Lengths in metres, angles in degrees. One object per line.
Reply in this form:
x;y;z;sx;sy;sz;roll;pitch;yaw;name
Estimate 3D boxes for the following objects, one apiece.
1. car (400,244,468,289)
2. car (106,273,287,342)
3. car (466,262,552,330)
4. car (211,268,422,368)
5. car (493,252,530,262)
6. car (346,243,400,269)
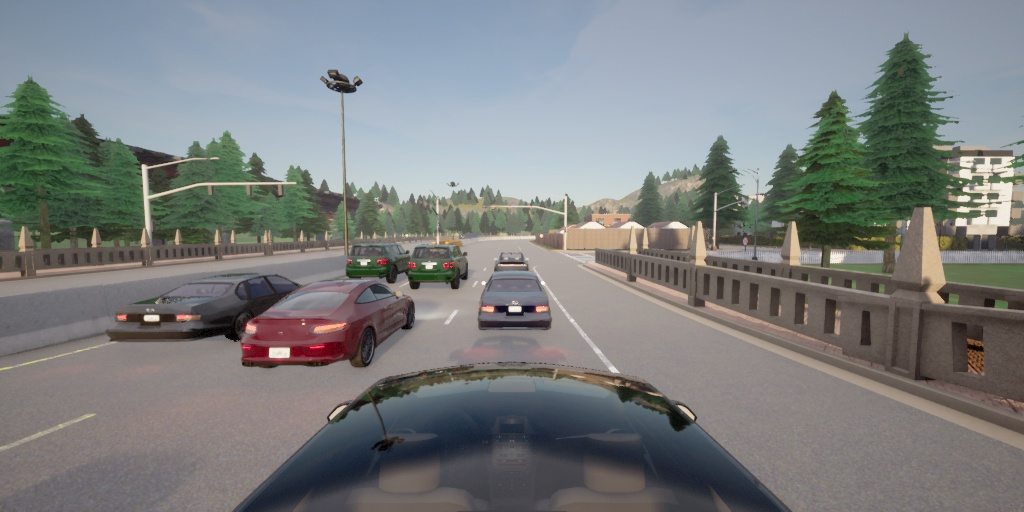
-3.507;0.399;17.799;2.150;2.045;5.566;0;4;0;car
-6.946;1.157;9.403;2.033;1.411;5.357;0;2;0;car
0.048;1.121;10.419;2.033;1.411;5.357;0;2;0;car
-3.434;1.193;7.548;1.812;1.442;4.674;0;1;-1;car
-0.024;0.529;20.115;2.128;1.511;4.902;0;3;0;car
-7.021;0.285;19.624;2.150;2.045;5.566;0;4;0;car
